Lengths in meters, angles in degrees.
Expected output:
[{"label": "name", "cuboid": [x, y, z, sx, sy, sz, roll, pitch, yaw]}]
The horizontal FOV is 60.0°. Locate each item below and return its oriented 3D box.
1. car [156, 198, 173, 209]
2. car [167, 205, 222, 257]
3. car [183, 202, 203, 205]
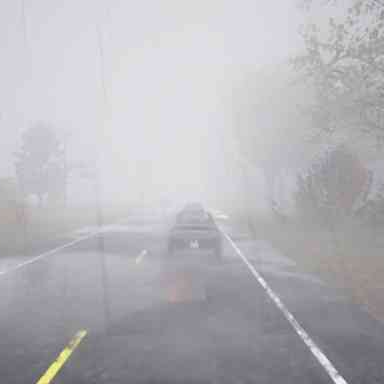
[{"label": "car", "cuboid": [-3.587, 1.481, 44.019, 1.994, 1.385, 4.181, 0, 0, 0]}, {"label": "car", "cuboid": [0.084, 1.476, 12.921, 2.128, 1.511, 4.902, 0, 0, 0]}, {"label": "car", "cuboid": [0.086, 1.521, 28.781, 1.994, 1.385, 4.181, 0, 0, 0]}]
